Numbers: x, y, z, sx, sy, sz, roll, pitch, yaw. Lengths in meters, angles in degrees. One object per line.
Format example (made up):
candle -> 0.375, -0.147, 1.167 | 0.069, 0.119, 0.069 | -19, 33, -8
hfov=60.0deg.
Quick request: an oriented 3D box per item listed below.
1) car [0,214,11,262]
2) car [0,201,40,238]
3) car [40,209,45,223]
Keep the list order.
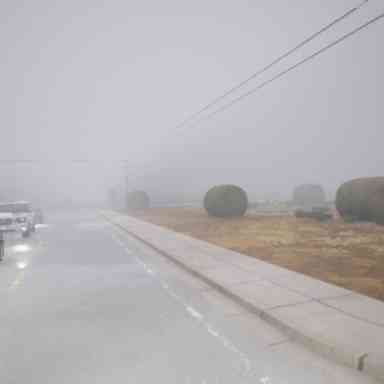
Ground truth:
car -> -7.163, 1.724, 10.224 | 1.882, 1.535, 5.008 | -2, 0, -20
car -> -10.681, 1.577, 19.774 | 2.150, 2.045, 5.566 | -2, 0, -20
car -> -14.087, 2.024, 29.119 | 1.994, 1.385, 4.181 | -2, 0, -20
